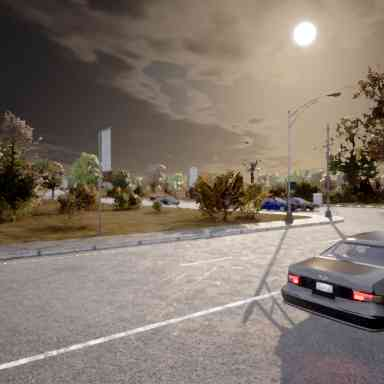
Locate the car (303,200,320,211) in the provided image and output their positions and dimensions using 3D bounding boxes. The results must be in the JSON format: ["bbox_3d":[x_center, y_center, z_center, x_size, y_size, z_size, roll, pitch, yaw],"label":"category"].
[{"bbox_3d":[11.717,1.363,37.964,2.033,1.411,5.357,-1,0,-39],"label":"car"}]

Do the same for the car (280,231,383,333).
[{"bbox_3d":[4.103,1.528,6.695,5.357,1.411,2.033,0,0,-36],"label":"car"}]

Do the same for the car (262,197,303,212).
[{"bbox_3d":[8.935,1.318,35.832,1.882,1.535,5.008,-1,0,-40],"label":"car"}]

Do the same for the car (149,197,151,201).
[{"bbox_3d":[-7.740,1.260,73.374,1.882,1.535,5.008,-1,0,-38],"label":"car"}]

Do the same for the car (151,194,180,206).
[{"bbox_3d":[-3.794,1.338,51.601,2.128,1.511,4.902,-1,0,-39],"label":"car"}]
